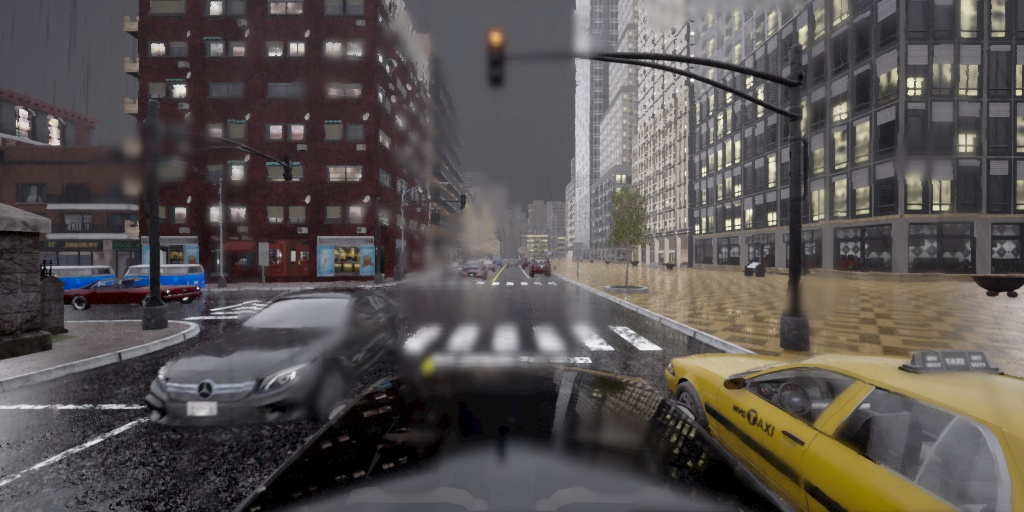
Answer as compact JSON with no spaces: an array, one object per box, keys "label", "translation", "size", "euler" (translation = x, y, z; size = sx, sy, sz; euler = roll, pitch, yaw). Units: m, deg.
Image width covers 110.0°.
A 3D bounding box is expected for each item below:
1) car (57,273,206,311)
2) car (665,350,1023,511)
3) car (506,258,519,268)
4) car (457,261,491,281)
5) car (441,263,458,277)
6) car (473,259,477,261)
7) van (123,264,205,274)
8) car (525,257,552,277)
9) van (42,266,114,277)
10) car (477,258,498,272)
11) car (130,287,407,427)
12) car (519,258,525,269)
[{"label":"car","translation":[-16.544,1.603,15.719],"size":[4.718,1.301,1.895],"euler":[-1,0,-1]},{"label":"car","translation":[2.689,1.275,2.465],"size":[1.751,1.417,4.829],"euler":[0,0,0]},{"label":"car","translation":[0.016,1.286,63.484],"size":[2.128,1.511,4.902],"euler":[0,0,0]},{"label":"car","translation":[-3.093,1.321,30.025],"size":[1.994,1.385,4.181],"euler":[0,0,0]},{"label":"car","translation":[-5.681,1.310,34.709],"size":[2.007,1.370,4.403],"euler":[0,0,0]},{"label":"car","translation":[-5.677,1.327,51.288],"size":[2.007,1.370,4.403],"euler":[0,0,0]},{"label":"van","translation":[-20.762,1.391,21.473],"size":[3.998,1.789,1.690],"euler":[0,0,-1]},{"label":"car","translation":[2.698,1.074,34.707],"size":[2.192,1.841,5.009],"euler":[0,0,0]},{"label":"van","translation":[-26.300,1.481,21.424],"size":[3.998,1.789,1.690],"euler":[0,0,-1]},{"label":"car","translation":[-3.097,1.295,45.765],"size":[1.812,1.442,4.674],"euler":[0,0,0]},{"label":"car","translation":[-3.102,1.277,5.919],"size":[1.812,1.442,4.674],"euler":[0,0,0]},{"label":"car","translation":[2.705,1.099,56.812],"size":[2.192,1.841,5.009],"euler":[0,0,0]}]
